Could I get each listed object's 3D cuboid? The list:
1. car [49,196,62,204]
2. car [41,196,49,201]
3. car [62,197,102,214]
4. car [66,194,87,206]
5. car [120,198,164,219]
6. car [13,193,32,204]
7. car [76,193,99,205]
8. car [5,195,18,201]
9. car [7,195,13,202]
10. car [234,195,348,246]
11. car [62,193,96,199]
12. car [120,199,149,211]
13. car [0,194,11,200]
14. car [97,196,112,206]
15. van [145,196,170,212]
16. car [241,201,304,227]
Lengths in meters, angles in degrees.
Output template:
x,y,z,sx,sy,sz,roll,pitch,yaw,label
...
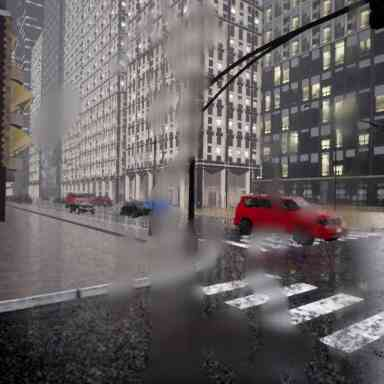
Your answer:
x,y,z,sx,sy,sz,roll,pitch,yaw,label
-24.211,1.503,61.594,2.033,1.411,5.357,1,-1,-38,car
-36.812,1.570,83.774,1.802,1.307,4.206,1,-1,-35,car
-10.932,1.427,32.871,2.008,1.369,4.403,1,-1,-35,car
-18.760,1.316,53.887,2.097,1.767,4.553,1,-1,-36,car
-4.501,1.501,28.293,1.994,1.385,4.181,1,-1,-35,car
-30.554,1.154,60.504,2.192,1.841,5.009,1,-1,-35,car
-18.574,1.248,58.828,2.150,2.045,5.566,1,-1,-35,car
-40.370,1.377,74.317,2.008,1.369,4.403,1,-1,-35,car
-37.100,1.396,69.712,1.947,1.339,4.313,1,-1,-35,car
4.383,1.190,15.762,2.150,2.045,5.566,1,0,-35,car
-14.421,1.136,42.310,2.150,2.045,5.566,1,-1,-35,car
-7.372,1.584,42.328,2.008,1.369,4.403,1,-1,-35,car
-46.816,1.365,83.391,1.752,1.417,4.829,1,-1,-35,car
-14.482,1.379,53.075,2.097,1.767,4.553,1,-1,-35,car
-4.097,1.382,37.725,1.690,1.788,3.998,1,-1,-35,van
5.714,1.505,23.909,1.967,1.590,4.097,1,-1,-35,car
